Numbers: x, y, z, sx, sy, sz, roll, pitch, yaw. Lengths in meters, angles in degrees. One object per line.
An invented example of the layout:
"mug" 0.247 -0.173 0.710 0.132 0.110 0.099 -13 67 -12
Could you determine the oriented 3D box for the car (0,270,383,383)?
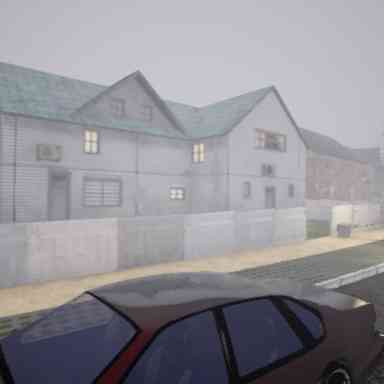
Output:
"car" -0.272 1.553 2.981 5.357 1.411 2.033 0 0 -37
